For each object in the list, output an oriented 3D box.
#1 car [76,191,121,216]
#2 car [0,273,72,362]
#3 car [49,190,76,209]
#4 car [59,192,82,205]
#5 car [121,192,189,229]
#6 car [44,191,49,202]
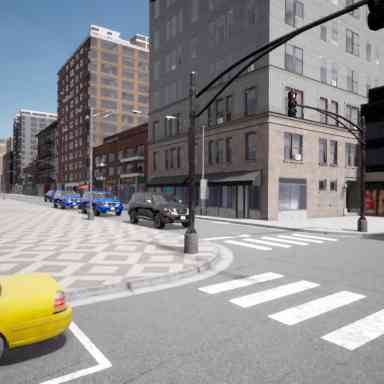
[{"bbox_3d":[-8.025,0.960,29.172,2.150,2.045,5.566,1,0,-35],"label":"car"},{"bbox_3d":[-4.006,1.525,3.895,4.829,1.417,1.752,0,1,-36],"label":"car"},{"bbox_3d":[-14.216,0.862,37.961,2.150,2.045,5.566,1,0,-35],"label":"car"},{"bbox_3d":[-17.813,0.926,48.563,2.097,1.767,4.553,1,0,-35],"label":"car"},{"bbox_3d":[-2.087,1.053,20.759,2.150,2.045,5.566,1,0,-35],"label":"car"},{"bbox_3d":[-23.441,0.708,56.576,2.150,2.045,5.566,1,0,-37],"label":"car"}]
